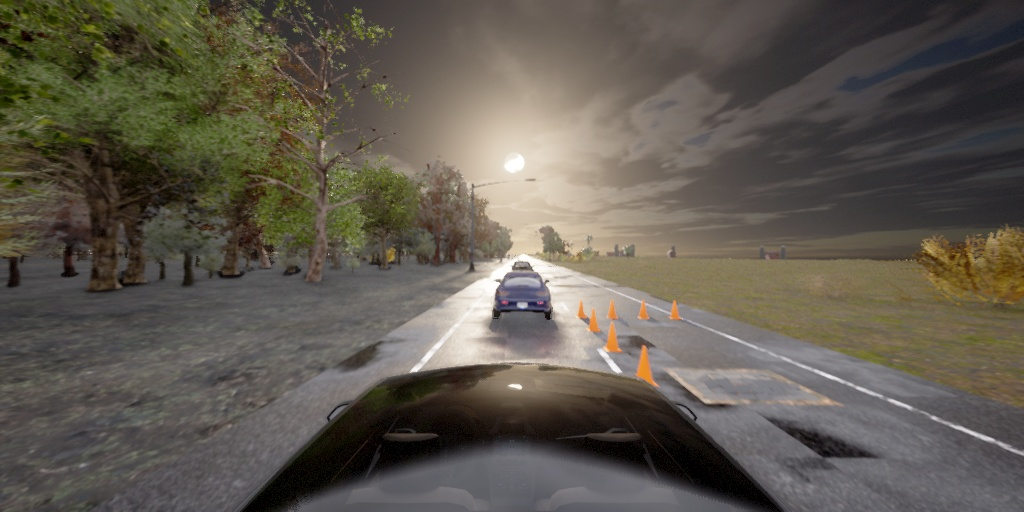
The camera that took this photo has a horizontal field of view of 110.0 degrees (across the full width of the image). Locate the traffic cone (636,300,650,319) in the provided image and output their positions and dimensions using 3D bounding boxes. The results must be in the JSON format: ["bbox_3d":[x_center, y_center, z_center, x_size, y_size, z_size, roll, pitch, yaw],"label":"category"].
[{"bbox_3d":[4.242,1.706,11.591,0.340,0.580,0.340,0,0,2],"label":"traffic cone"}]

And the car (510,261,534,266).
[{"bbox_3d":[0.853,1.169,30.594,1.837,1.490,4.892,0,0,2],"label":"car"}]

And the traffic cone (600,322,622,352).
[{"bbox_3d":[2.133,1.702,7.647,0.340,0.580,0.340,0,0,2],"label":"traffic cone"}]

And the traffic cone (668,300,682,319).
[{"bbox_3d":[5.241,1.713,11.564,0.340,0.580,0.340,0,0,2],"label":"traffic cone"}]

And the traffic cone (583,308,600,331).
[{"bbox_3d":[2.188,1.696,9.646,0.340,0.580,0.340,0,0,2],"label":"traffic cone"}]

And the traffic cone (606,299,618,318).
[{"bbox_3d":[3.242,1.698,11.619,0.340,0.580,0.340,0,0,2],"label":"traffic cone"}]

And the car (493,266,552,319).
[{"bbox_3d":[0.363,1.243,12.633,1.812,1.442,4.674,0,0,2],"label":"car"}]

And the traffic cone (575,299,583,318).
[{"bbox_3d":[2.242,1.690,11.646,0.340,0.580,0.340,0,0,2],"label":"traffic cone"}]

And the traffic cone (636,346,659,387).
[{"bbox_3d":[2.079,1.708,5.648,0.340,0.580,0.340,0,0,2],"label":"traffic cone"}]
